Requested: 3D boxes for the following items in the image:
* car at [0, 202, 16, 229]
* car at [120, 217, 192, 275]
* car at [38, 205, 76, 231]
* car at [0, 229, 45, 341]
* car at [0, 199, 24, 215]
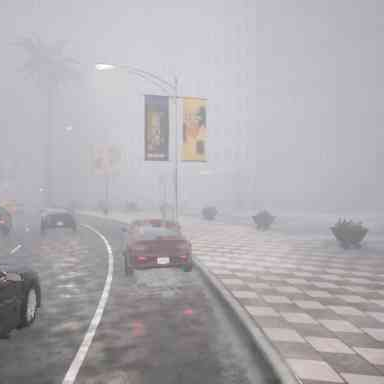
[{"bbox_3d":[-11.171,1.537,18.582,2.033,1.411,5.357,0,0,-27],"label":"car"},{"bbox_3d":[-1.227,1.524,10.446,1.812,1.442,4.674,0,0,-13],"label":"car"},{"bbox_3d":[-8.043,1.518,19.793,1.812,1.442,4.674,0,0,-26],"label":"car"},{"bbox_3d":[-3.470,1.501,4.005,1.837,1.490,4.892,1,0,-4],"label":"car"},{"bbox_3d":[-18.493,1.460,33.082,5.008,1.535,1.882,0,0,42],"label":"car"}]
